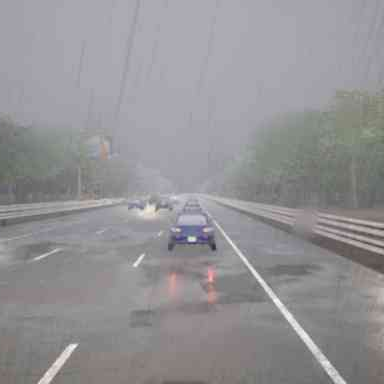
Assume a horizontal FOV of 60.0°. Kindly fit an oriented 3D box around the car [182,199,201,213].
[{"bbox_3d":[-0.004,1.635,38.623,2.033,1.411,5.357,-1,-2,1],"label":"car"}]

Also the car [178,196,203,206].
[{"bbox_3d":[0.020,1.581,33.423,2.128,1.511,4.902,0,2,0],"label":"car"}]

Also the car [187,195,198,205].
[{"bbox_3d":[0.041,1.523,65.269,2.097,1.767,4.553,0,0,1],"label":"car"}]

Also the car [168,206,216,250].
[{"bbox_3d":[0.000,1.547,14.333,1.812,1.442,4.674,0,0,0],"label":"car"}]

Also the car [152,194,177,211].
[{"bbox_3d":[-3.490,1.462,42.681,2.097,1.767,4.553,0,0,0],"label":"car"}]

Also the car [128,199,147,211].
[{"bbox_3d":[-6.989,1.636,42.765,1.812,1.442,4.674,0,0,0],"label":"car"}]

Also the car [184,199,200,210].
[{"bbox_3d":[-0.007,1.682,44.785,1.994,1.385,4.181,0,0,0],"label":"car"}]

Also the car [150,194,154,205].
[{"bbox_3d":[-6.963,1.391,65.126,2.150,2.045,5.566,0,0,1],"label":"car"}]
